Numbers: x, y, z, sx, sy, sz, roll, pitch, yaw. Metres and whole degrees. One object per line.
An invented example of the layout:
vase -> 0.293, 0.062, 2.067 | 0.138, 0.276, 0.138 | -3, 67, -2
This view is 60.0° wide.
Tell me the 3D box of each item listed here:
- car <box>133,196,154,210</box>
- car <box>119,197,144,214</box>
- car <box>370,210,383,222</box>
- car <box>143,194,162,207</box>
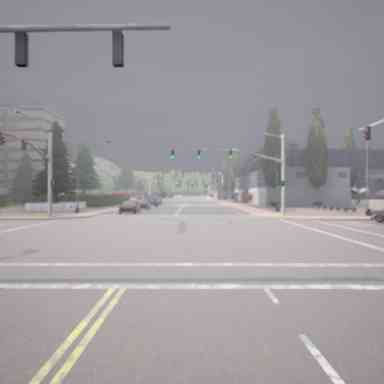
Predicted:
car -> -7.063, 1.741, 47.793 | 1.882, 1.535, 5.008 | 0, 0, 0
car -> -7.078, 1.689, 38.217 | 1.882, 1.535, 5.008 | 0, 0, 0
car -> 16.185, 1.644, 25.314 | 4.892, 1.490, 1.837 | 0, 0, -1
car -> -7.011, 1.539, 57.694 | 2.150, 2.045, 5.566 | 0, 0, 0
